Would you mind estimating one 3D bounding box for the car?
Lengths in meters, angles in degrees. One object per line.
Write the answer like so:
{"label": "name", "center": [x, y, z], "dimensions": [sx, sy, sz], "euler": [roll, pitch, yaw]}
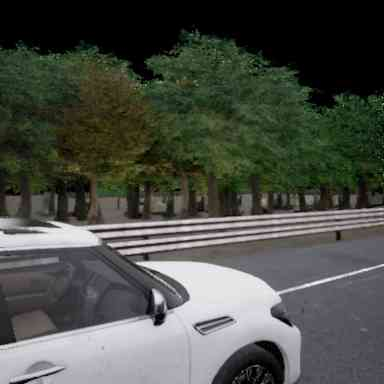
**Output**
{"label": "car", "center": [-1.545, 1.221, 2.645], "dimensions": [5.566, 2.045, 2.150], "euler": [0, 0, -36]}
